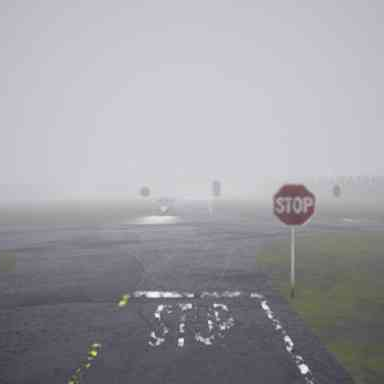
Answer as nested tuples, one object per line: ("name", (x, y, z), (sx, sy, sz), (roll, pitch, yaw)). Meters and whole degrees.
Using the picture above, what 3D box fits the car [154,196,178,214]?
("car", (-2.299, 1.179, 30.058), (2.128, 1.511, 4.902), (0, 2, 2))
